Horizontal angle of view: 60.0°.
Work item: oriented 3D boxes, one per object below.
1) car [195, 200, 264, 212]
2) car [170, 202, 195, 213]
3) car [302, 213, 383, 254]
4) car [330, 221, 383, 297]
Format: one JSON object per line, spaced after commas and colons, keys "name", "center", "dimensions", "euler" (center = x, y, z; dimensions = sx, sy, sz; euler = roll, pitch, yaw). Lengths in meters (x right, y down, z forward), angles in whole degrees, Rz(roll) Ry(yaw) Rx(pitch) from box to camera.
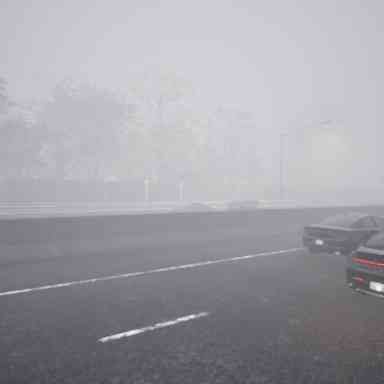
{"name": "car", "center": [2.974, 1.561, 23.306], "dimensions": [4.902, 1.511, 2.128], "euler": [0, 0, -35]}
{"name": "car", "center": [0.077, 1.640, 29.835], "dimensions": [4.181, 1.385, 1.994], "euler": [0, 0, -35]}
{"name": "car", "center": [6.248, 1.531, 12.500], "dimensions": [5.008, 1.535, 1.882], "euler": [0, 0, -36]}
{"name": "car", "center": [5.468, 1.543, 7.645], "dimensions": [4.892, 1.490, 1.837], "euler": [0, 0, -35]}
